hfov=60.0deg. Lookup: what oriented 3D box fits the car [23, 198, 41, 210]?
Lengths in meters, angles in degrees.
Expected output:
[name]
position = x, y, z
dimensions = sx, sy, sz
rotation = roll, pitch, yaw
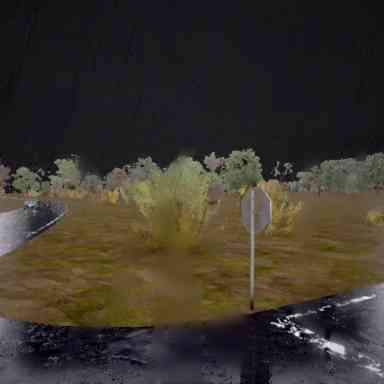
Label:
[car]
position = -22.379, 1.629, 46.691
dimensions = 2.128, 1.511, 4.902
rotation = 0, 0, -19
